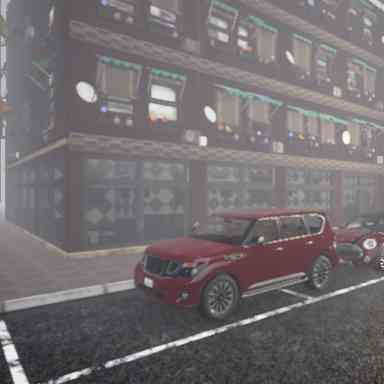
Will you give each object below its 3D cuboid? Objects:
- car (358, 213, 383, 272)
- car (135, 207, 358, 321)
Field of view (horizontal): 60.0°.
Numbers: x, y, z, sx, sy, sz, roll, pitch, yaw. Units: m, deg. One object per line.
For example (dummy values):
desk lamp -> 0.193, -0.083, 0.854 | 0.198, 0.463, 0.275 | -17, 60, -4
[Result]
car -> 5.855, 1.438, 10.736 | 4.097, 1.590, 1.967 | 0, 0, -36
car -> 1.268, 1.314, 7.462 | 5.009, 1.841, 2.192 | 0, 0, -36
